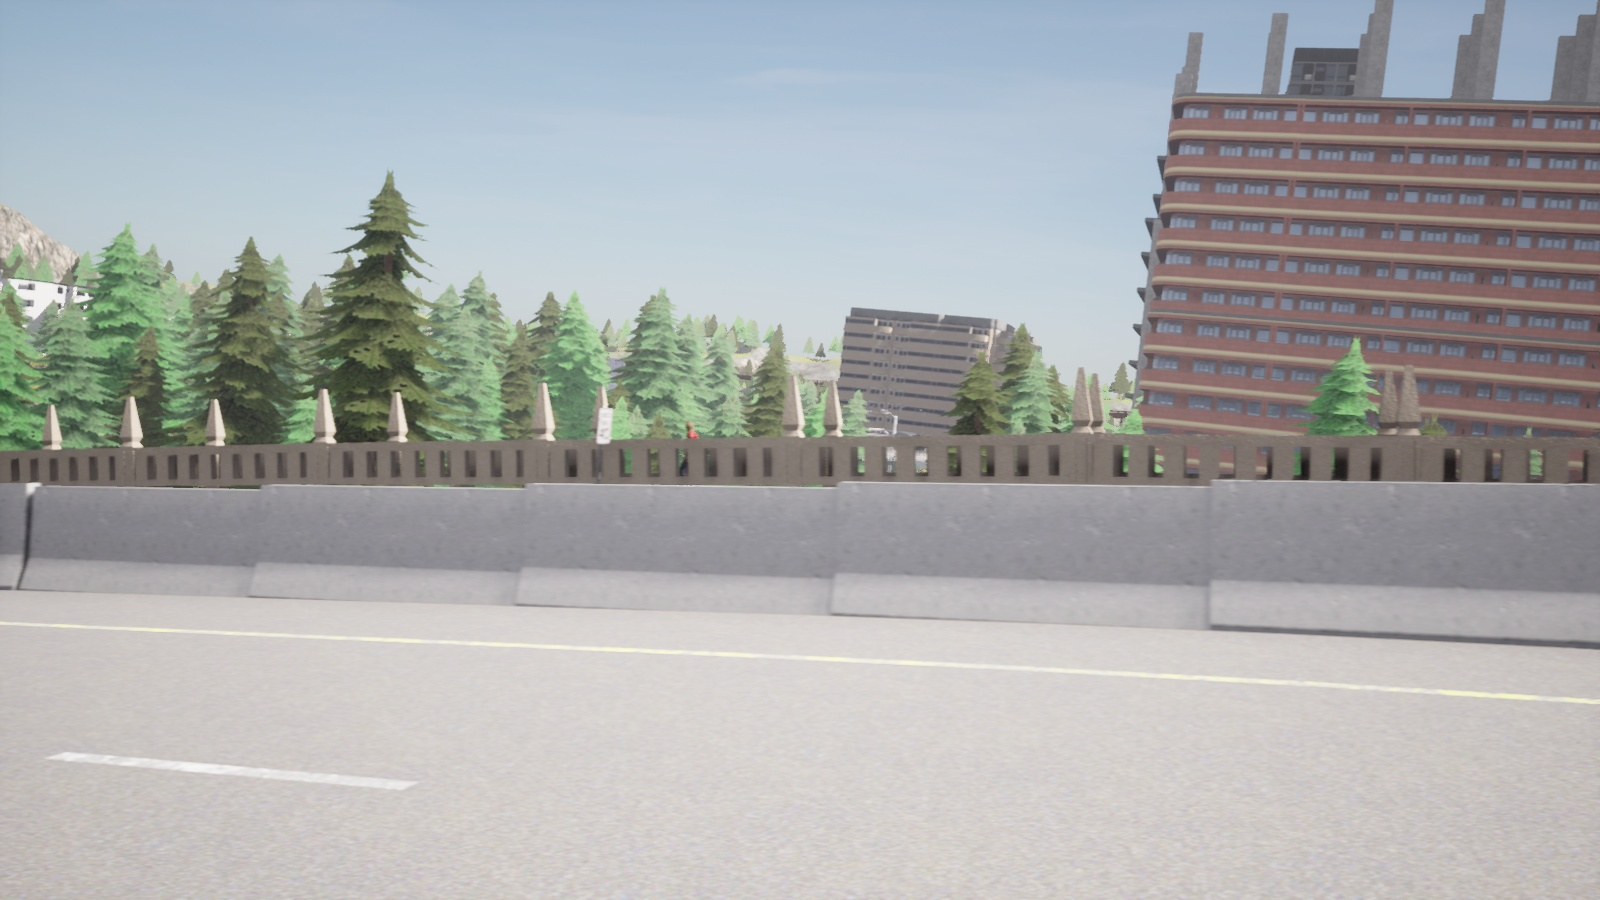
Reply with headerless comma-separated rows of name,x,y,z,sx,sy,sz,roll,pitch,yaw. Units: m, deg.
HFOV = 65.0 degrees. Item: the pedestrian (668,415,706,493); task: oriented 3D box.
pedestrian,-2.768,0.098,30.757,0.636,1.846,0.331,7,3,19
